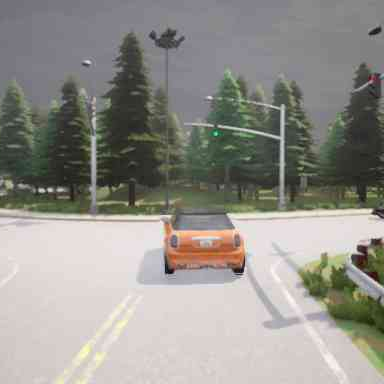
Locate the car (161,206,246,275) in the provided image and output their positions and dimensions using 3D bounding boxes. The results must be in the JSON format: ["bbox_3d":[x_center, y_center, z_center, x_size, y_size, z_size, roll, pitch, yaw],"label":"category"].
[{"bbox_3d":[0.149,1.195,10.243,2.097,1.767,4.553,0,2,-5],"label":"car"}]

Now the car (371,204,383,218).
[{"bbox_3d":[14.274,1.032,21.628,5.357,1.411,2.033,-1,2,-22],"label":"car"}]

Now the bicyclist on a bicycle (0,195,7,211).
[{"bbox_3d":[-14.549,0.619,24.600,0.582,1.620,1.656,2,3,37],"label":"bicyclist on a bicycle"}]

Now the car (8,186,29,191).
[{"bbox_3d":[-29.351,-0.289,57.211,1.812,1.442,4.674,1,2,20],"label":"car"}]
